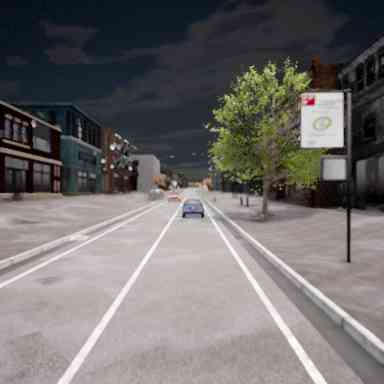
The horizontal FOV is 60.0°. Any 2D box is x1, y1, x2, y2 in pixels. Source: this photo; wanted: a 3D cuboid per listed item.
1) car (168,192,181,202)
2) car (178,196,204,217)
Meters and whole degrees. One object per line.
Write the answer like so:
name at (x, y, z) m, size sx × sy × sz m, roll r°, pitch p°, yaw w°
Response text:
car at (-2.989, 0.726, 57.112) m, size 2.097 × 1.767 × 4.553 m, roll 0°, pitch 1°, yaw 0°
car at (0.106, 1.297, 28.561) m, size 2.033 × 1.411 × 5.357 m, roll 0°, pitch 1°, yaw 0°
